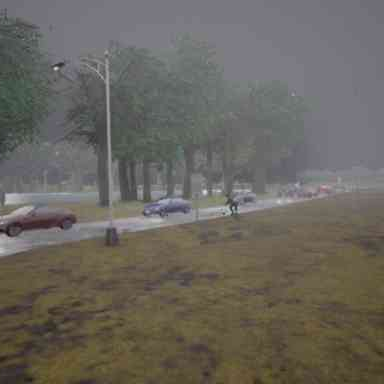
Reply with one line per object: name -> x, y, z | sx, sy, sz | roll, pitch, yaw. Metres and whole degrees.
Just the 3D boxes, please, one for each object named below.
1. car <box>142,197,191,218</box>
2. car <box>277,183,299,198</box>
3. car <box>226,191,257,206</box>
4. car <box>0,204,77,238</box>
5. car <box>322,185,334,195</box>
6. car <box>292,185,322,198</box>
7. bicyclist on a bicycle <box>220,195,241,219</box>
car -> -1.904, 1.137, 26.217 | 1.812, 1.442, 4.674 | -1, 1, 35
car -> 14.486, -0.280, 49.392 | 2.150, 2.045, 5.566 | -1, 1, 35
car -> 5.468, 0.675, 36.706 | 2.128, 1.511, 4.902 | -1, 1, 35
car -> -8.118, 1.378, 17.100 | 1.812, 1.442, 4.674 | -1, 0, 31
car -> 22.291, -0.369, 55.545 | 1.882, 1.535, 5.008 | -1, 2, 35
car -> 16.357, 0.054, 47.089 | 2.128, 1.511, 4.902 | -1, 1, 35
bicyclist on a bicycle -> 2.545, 0.993, 22.147 | 1.656, 1.620, 0.582 | -1, 1, 35
